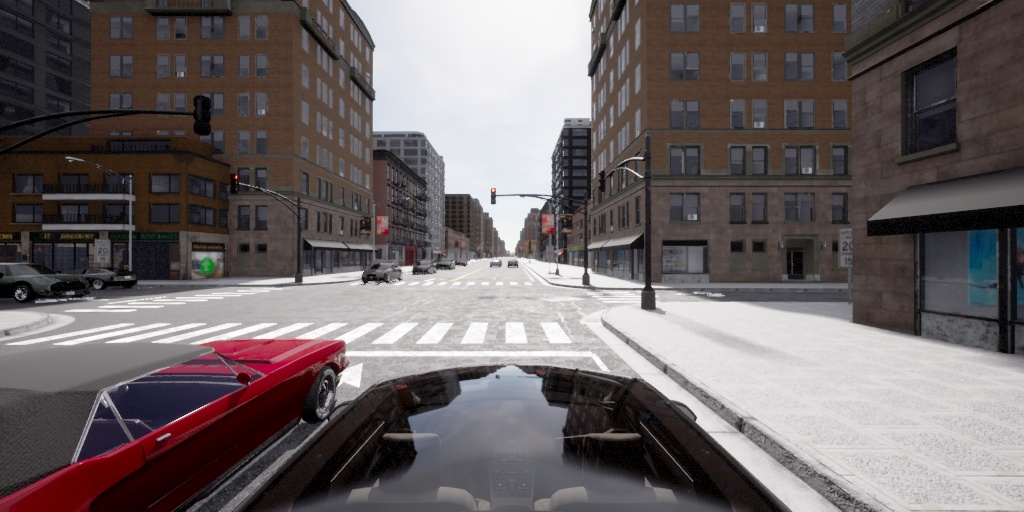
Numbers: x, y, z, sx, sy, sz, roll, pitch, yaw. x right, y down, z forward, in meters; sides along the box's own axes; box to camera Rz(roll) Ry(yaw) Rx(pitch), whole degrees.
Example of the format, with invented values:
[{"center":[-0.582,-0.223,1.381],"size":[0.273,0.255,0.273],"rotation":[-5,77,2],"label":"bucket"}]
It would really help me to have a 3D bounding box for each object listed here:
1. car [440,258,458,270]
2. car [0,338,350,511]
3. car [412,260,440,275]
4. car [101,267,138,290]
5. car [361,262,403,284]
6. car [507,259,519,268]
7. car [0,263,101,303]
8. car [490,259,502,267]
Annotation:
[{"center":[-9.705,1.095,52.439],"size":[2.097,1.767,4.553],"rotation":[0,0,0],"label":"car"},{"center":[-3.157,1.351,2.837],"size":[1.895,1.301,4.718],"rotation":[0,0,0],"label":"car"},{"center":[-9.747,1.248,40.013],"size":[1.837,1.490,4.892],"rotation":[0,1,0],"label":"car"},{"center":[-25.321,1.330,21.705],"size":[4.313,1.339,1.948],"rotation":[0,0,0],"label":"car"},{"center":[-9.781,1.254,27.374],"size":[1.837,1.490,4.892],"rotation":[0,0,0],"label":"car"},{"center":[0.166,1.245,62.199],"size":[1.837,1.490,4.892],"rotation":[0,0,0],"label":"car"},{"center":[-22.163,1.095,16.196],"size":[4.553,1.767,2.097],"rotation":[0,0,0],"label":"car"},{"center":[-2.978,1.287,64.154],"size":[2.033,1.411,5.357],"rotation":[0,0,0],"label":"car"}]
